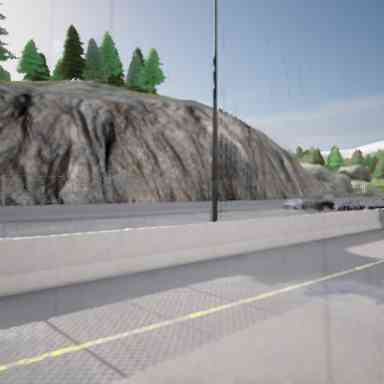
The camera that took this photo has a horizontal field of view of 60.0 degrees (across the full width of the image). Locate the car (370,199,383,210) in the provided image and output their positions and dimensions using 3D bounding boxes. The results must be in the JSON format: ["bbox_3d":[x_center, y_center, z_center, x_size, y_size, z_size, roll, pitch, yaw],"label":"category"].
[{"bbox_3d":[21.136,1.555,36.614,5.008,1.535,1.882,0,0,-44],"label":"car"}]
